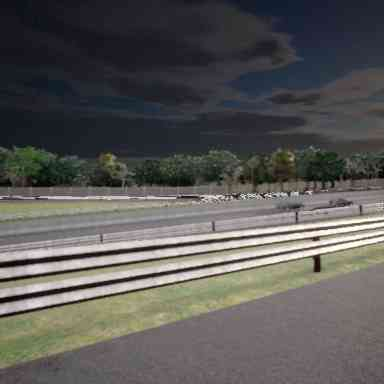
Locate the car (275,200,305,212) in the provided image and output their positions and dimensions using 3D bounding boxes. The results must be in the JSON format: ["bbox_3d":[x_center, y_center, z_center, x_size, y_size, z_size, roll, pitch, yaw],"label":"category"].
[{"bbox_3d":[15.015,2.045,50.766,4.902,1.511,2.128,-4,2,-26],"label":"car"}]

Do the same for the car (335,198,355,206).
[{"bbox_3d":[22.647,1.688,50.656,4.892,1.490,1.837,-4,2,-26],"label":"car"}]

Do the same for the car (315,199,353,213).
[{"bbox_3d":[18.918,2.115,44.890,4.718,1.301,1.895,-4,2,-26],"label":"car"}]
